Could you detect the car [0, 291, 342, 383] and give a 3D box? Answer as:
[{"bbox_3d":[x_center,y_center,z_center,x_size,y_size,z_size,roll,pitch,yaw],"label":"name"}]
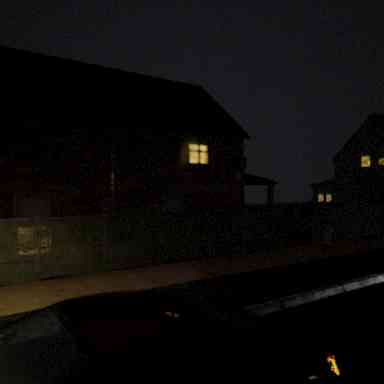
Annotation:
[{"bbox_3d":[-0.751,1.562,2.365,4.181,1.385,1.994,0,0,-35],"label":"car"}]
